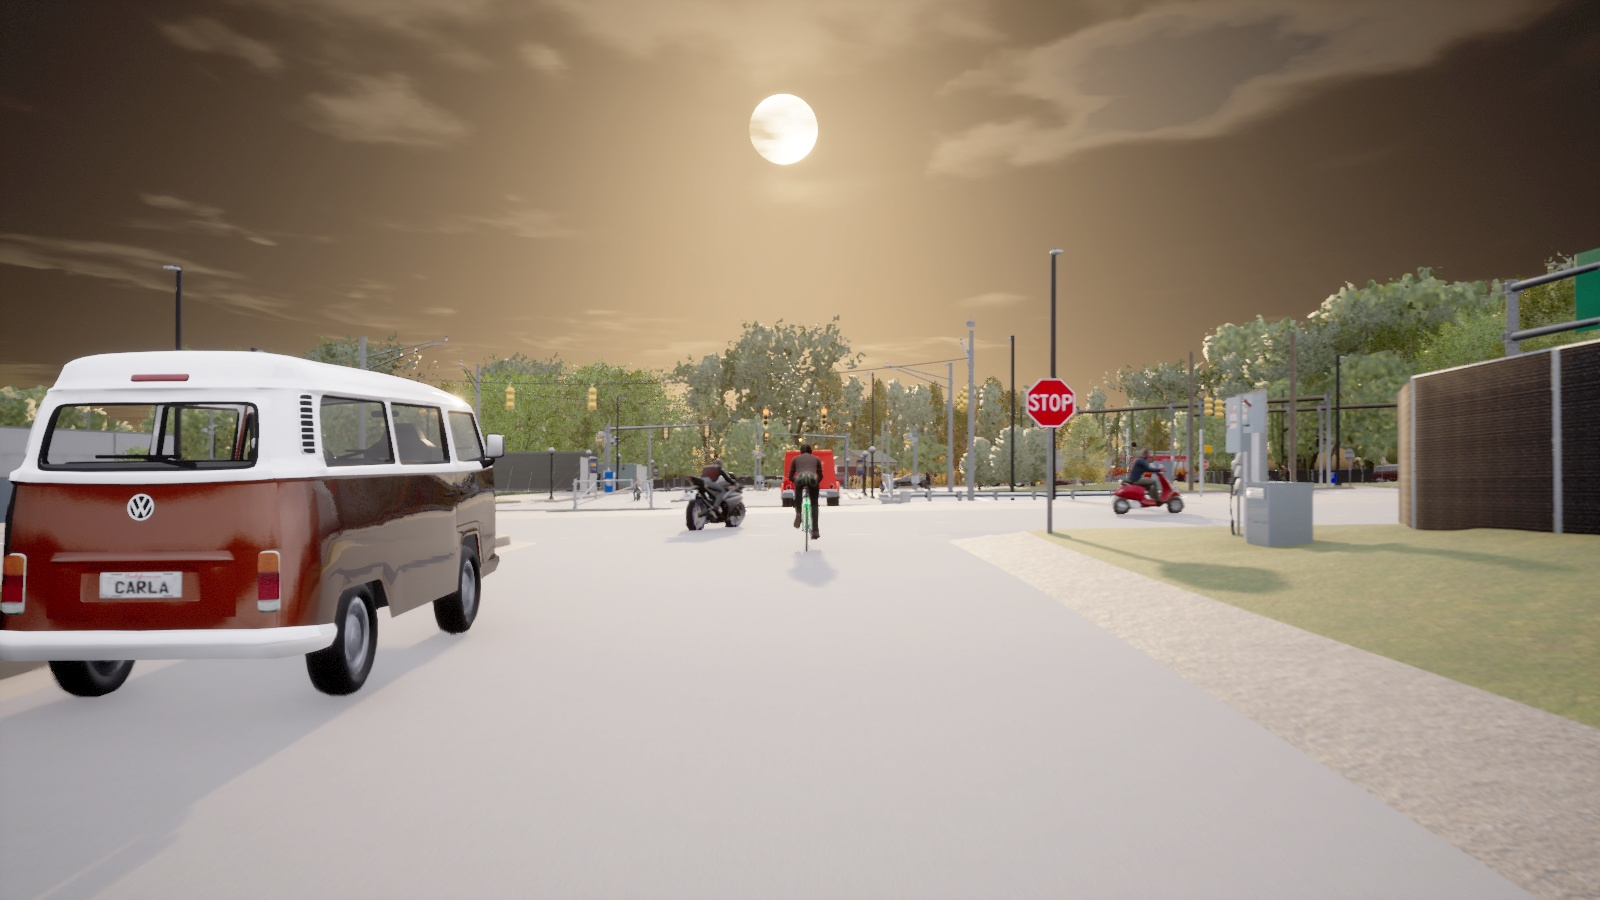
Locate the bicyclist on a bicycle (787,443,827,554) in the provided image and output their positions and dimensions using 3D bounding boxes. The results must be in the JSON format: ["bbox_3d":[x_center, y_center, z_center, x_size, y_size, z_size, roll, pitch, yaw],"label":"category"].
[{"bbox_3d":[0.113,0.725,19.195,0.582,1.620,1.656,0,-1,0],"label":"bicyclist on a bicycle"}]

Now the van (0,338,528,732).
[{"bbox_3d":[-3.442,0.437,8.782,2.069,2.038,4.480,-1,0,0],"label":"van"}]

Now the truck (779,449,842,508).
[{"bbox_3d":[0.513,1.322,55.973,2.627,2.467,5.204,-1,-2,1],"label":"truck"}]

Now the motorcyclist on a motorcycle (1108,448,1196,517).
[{"bbox_3d":[8.373,0.771,29.938,1.817,1.590,0.866,-1,0,-3],"label":"motorcyclist on a motorcycle"}]

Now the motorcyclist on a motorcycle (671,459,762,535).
[{"bbox_3d":[-1.741,0.963,26.534,0.866,1.530,2.191,0,-1,28],"label":"motorcyclist on a motorcycle"}]
